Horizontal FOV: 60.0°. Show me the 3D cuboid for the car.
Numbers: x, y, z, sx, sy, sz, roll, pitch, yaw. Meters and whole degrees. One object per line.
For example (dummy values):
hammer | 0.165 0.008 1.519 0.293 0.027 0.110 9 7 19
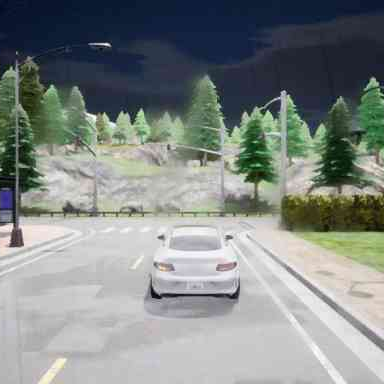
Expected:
car | 0.080 1.526 8.275 1.812 1.442 4.674 0 0 1
